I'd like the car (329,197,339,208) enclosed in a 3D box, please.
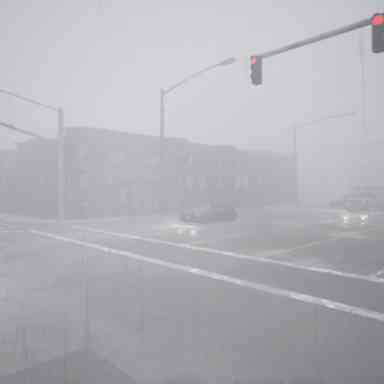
[{"bbox_3d":[17.414,1.181,37.828,4.718,1.301,1.895,-1,1,-43],"label":"car"}]

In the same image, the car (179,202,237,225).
[{"bbox_3d":[1.139,1.361,22.258,4.181,1.385,1.994,-1,1,-44],"label":"car"}]

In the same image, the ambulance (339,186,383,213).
[{"bbox_3d":[17.146,0.658,32.627,6.366,2.431,2.351,-1,1,-44],"label":"ambulance"}]
